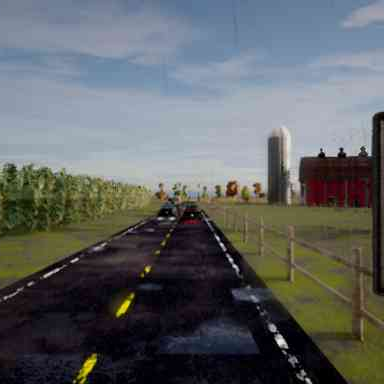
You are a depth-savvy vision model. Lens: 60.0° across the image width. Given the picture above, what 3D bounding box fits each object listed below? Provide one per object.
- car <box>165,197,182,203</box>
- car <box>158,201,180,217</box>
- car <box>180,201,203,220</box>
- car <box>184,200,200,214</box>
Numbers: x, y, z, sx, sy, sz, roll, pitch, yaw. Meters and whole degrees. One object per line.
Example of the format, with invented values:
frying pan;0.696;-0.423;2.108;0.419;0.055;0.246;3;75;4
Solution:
car;-2.747;1.716;49.971;2.150;2.045;5.566;0;-1;0
car;-2.733;2.082;38.194;1.994;1.385;4.181;0;-1;0
car;0.017;1.961;33.736;1.837;1.490;4.892;0;-1;0
car;0.028;1.977;45.820;2.097;1.767;4.553;0;-1;0
